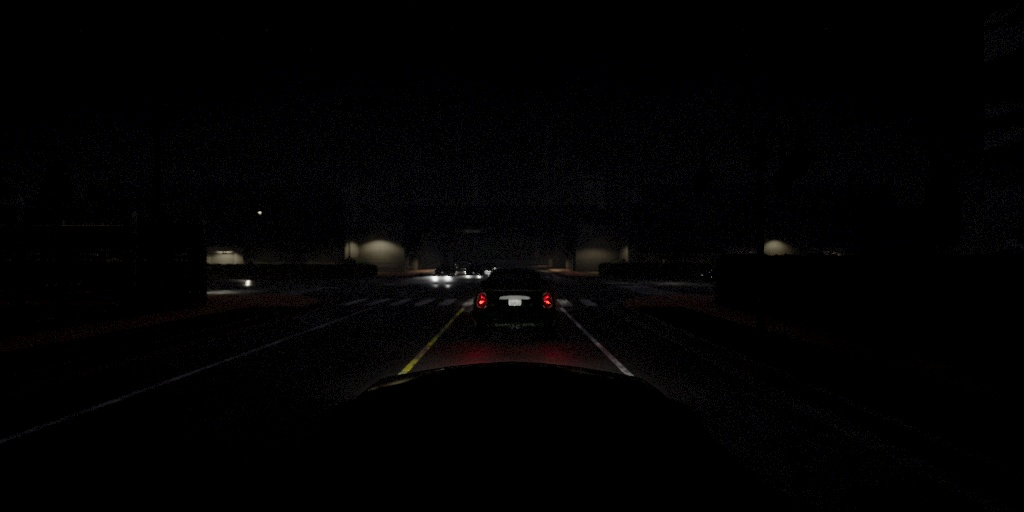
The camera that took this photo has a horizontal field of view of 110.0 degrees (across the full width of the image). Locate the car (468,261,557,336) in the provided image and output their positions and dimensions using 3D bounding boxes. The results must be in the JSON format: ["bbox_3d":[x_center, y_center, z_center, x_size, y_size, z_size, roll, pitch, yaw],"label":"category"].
[{"bbox_3d":[0.053,1.148,10.711,2.097,1.767,4.553,0,0,0],"label":"car"}]

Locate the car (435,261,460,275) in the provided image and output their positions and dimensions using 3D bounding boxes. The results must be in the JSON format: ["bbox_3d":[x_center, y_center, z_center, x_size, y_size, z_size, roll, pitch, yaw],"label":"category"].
[{"bbox_3d":[-7.820,1.579,42.558,1.895,1.301,4.718,0,0,1],"label":"car"}]

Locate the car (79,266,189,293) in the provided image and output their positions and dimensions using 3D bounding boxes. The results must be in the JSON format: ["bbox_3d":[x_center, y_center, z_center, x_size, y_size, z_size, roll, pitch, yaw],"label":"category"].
[{"bbox_3d":[-21.659,1.343,20.793,5.008,1.535,1.882,1,0,0],"label":"car"}]

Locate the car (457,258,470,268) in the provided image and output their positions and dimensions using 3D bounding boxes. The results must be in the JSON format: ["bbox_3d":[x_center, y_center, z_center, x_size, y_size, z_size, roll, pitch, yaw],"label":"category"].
[{"bbox_3d":[-7.788,1.277,57.034,2.150,2.045,5.566,0,-1,0],"label":"car"}]

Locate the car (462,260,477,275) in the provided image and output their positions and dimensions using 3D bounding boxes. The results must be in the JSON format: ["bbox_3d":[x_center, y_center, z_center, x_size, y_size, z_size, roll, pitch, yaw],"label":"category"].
[{"bbox_3d":[-4.284,1.526,42.565,2.033,1.411,5.357,0,0,0],"label":"car"}]

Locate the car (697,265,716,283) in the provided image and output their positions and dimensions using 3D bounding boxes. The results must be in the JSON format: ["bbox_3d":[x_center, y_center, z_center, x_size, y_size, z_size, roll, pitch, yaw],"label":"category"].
[{"bbox_3d":[17.513,1.124,27.905,5.566,2.045,2.150,0,0,0],"label":"car"}]

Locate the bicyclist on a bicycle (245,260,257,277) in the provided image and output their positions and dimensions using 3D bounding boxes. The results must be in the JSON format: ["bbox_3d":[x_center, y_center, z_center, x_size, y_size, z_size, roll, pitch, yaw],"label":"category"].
[{"bbox_3d":[-26.061,1.243,35.808,0.582,1.620,1.656,0,0,0],"label":"bicyclist on a bicycle"}]
